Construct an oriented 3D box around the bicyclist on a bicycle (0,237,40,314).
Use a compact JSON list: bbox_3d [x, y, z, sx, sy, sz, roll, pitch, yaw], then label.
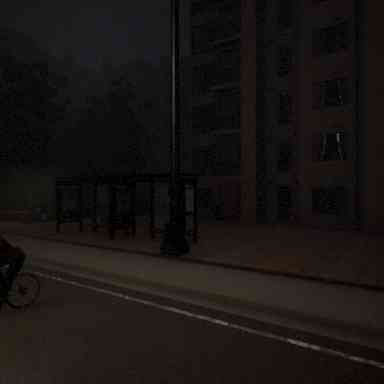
[{"bbox_3d":[-3.541,1.449,6.004,0.582,1.620,1.656,0,2,36],"label":"bicyclist on a bicycle"}]
